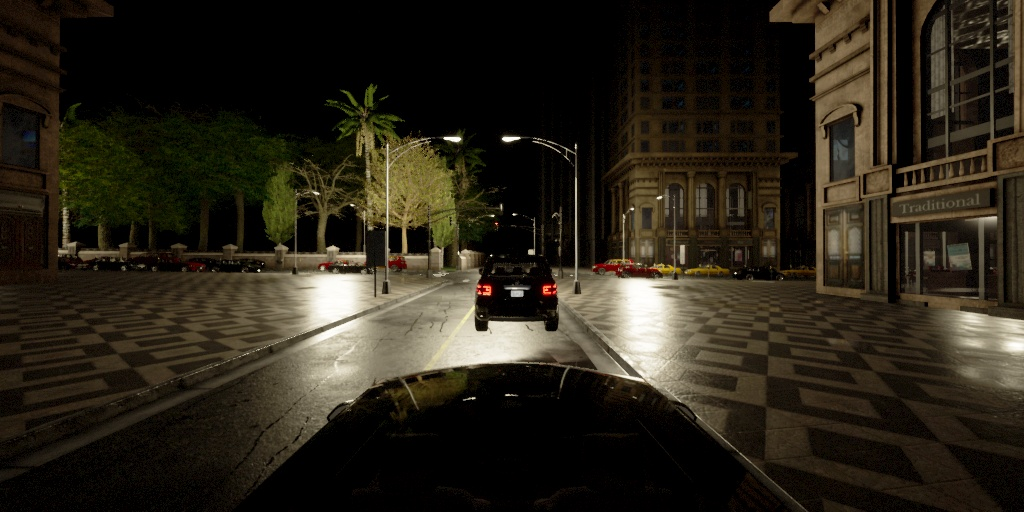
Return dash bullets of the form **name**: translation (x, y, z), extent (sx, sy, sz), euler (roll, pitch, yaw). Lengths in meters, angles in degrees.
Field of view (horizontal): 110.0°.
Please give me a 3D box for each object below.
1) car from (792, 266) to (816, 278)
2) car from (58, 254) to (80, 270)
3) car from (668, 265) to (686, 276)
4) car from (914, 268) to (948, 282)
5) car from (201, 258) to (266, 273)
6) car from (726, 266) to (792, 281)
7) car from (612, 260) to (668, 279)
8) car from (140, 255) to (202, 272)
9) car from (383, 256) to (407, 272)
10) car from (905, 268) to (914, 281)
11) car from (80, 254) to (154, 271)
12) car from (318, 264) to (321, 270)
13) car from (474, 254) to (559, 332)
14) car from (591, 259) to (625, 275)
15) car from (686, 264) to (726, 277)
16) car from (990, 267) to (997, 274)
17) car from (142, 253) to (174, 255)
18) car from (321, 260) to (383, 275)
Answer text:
- **car**: translation (33.914, 1.811, 41.983), extent (4.829, 1.417, 1.751), euler (0, 0, 0)
- **car**: translation (-42.561, 0.725, 33.788), extent (4.207, 1.307, 1.802), euler (0, 0, 0)
- **car**: translation (17.293, 1.595, 42.055), extent (4.829, 1.417, 1.751), euler (0, 0, 0)
- **car**: translation (39.596, 1.888, 33.433), extent (4.207, 1.307, 1.802), euler (0, 0, 0)
- **car**: translation (-25.989, 0.964, 33.716), extent (4.313, 1.339, 1.948), euler (0, 0, 0)
- **car**: translation (22.976, 1.659, 33.505), extent (4.313, 1.339, 1.948), euler (0, 0, 0)
- **car**: translation (11.896, 1.385, 33.553), extent (4.097, 1.591, 1.967), euler (0, 0, 0)
- **car**: translation (-31.514, 0.859, 33.740), extent (4.507, 1.381, 1.888), euler (0, 0, 0)
- **car**: translation (-14.916, 0.927, 42.194), extent (5.009, 1.841, 2.192), euler (0, 0, 0)
- **car**: translation (34.055, 1.802, 33.457), extent (4.313, 1.339, 1.948), euler (0, 0, 0)
- **car**: translation (-37.037, 0.780, 33.764), extent (4.403, 1.370, 2.007), euler (0, 0, 0)
- **car**: translation (-20.440, 1.076, 42.218), extent (4.507, 1.381, 1.888), euler (0, 0, 0)
- **car**: translation (0.115, 0.973, 11.061), extent (2.150, 2.045, 5.566), euler (0, 0, 0)
- **car**: translation (11.922, 1.310, 42.078), extent (5.009, 1.841, 2.192), euler (0, 0, 0)
- **car**: translation (22.833, 1.669, 42.031), extent (4.829, 1.417, 1.751), euler (0, 0, 0)
- **car**: translation (45.137, 1.813, 33.409), extent (4.097, 1.591, 1.967), euler (0, 0, 0)
- **car**: translation (-42.535, 0.507, 42.313), extent (5.009, 1.841, 2.192), euler (0, 0, 0)
- **car**: translation (-14.941, 1.113, 33.669), extent (4.403, 1.370, 2.007), euler (0, 0, 0)
